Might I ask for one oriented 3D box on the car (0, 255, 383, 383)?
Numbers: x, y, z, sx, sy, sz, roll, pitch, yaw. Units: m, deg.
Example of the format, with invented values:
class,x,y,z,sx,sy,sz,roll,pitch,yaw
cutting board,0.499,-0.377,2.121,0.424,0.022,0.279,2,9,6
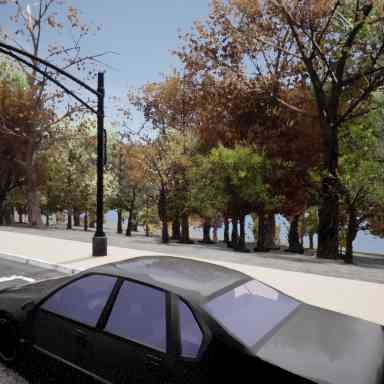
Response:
class,x,y,z,sx,sy,sz,roll,pitch,yaw
car,-0.545,1.547,4.067,5.357,1.411,2.033,0,0,35
